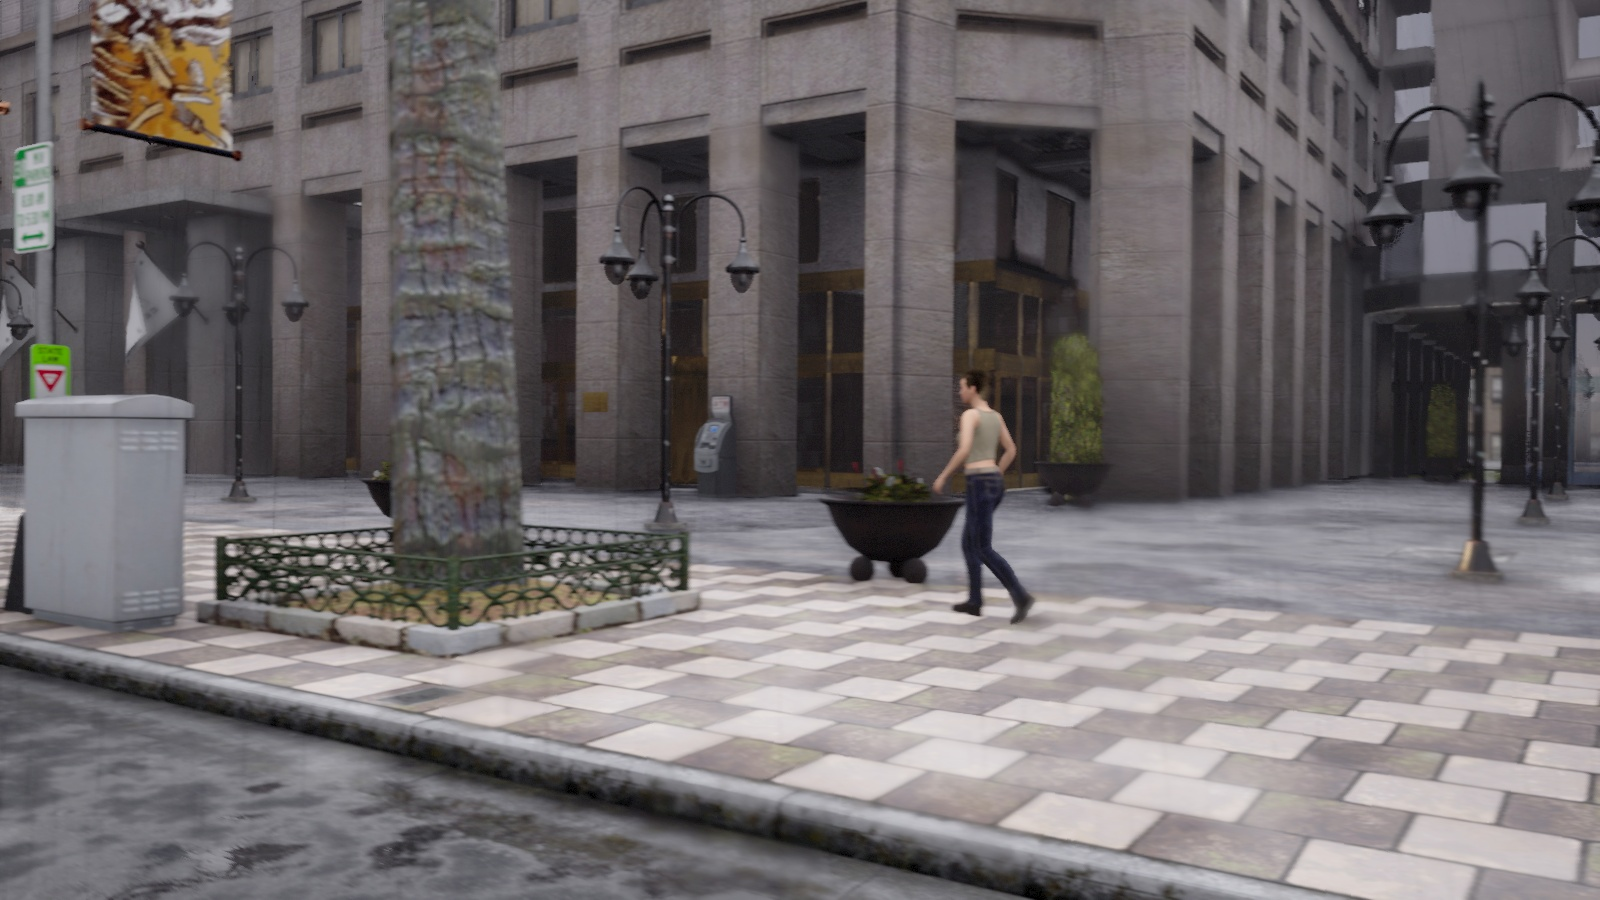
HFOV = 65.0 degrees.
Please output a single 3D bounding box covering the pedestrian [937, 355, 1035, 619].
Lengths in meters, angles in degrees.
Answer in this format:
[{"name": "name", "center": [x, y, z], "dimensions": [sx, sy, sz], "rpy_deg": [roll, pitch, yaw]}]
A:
[{"name": "pedestrian", "center": [1.340, 0.252, 9.044], "dimensions": [0.594, 1.836, 0.345], "rpy_deg": [0, 1, 37]}]
